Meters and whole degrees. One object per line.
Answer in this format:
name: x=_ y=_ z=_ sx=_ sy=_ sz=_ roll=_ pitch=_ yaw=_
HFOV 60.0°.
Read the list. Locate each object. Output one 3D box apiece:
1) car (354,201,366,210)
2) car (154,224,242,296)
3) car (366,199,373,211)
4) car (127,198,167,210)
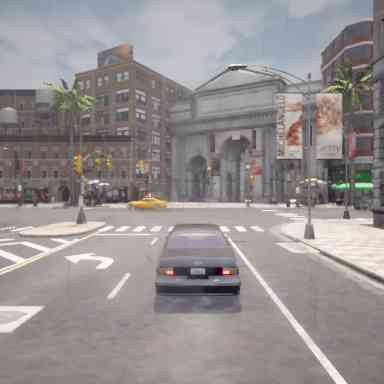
car: x=22.293 y=1.564 z=41.017 sx=4.181 sy=1.385 sz=1.994 roll=0 pitch=0 yaw=0
car: x=0.114 y=1.547 z=8.800 sx=2.033 sy=1.411 sz=5.357 roll=0 pitch=0 yaw=0
car: x=22.719 y=1.526 z=37.518 sx=4.674 sy=1.442 sz=1.812 roll=0 pitch=0 yaw=1
car: x=-5.569 y=1.477 z=41.324 sx=5.008 sy=1.535 sz=1.882 roll=0 pitch=0 yaw=1
